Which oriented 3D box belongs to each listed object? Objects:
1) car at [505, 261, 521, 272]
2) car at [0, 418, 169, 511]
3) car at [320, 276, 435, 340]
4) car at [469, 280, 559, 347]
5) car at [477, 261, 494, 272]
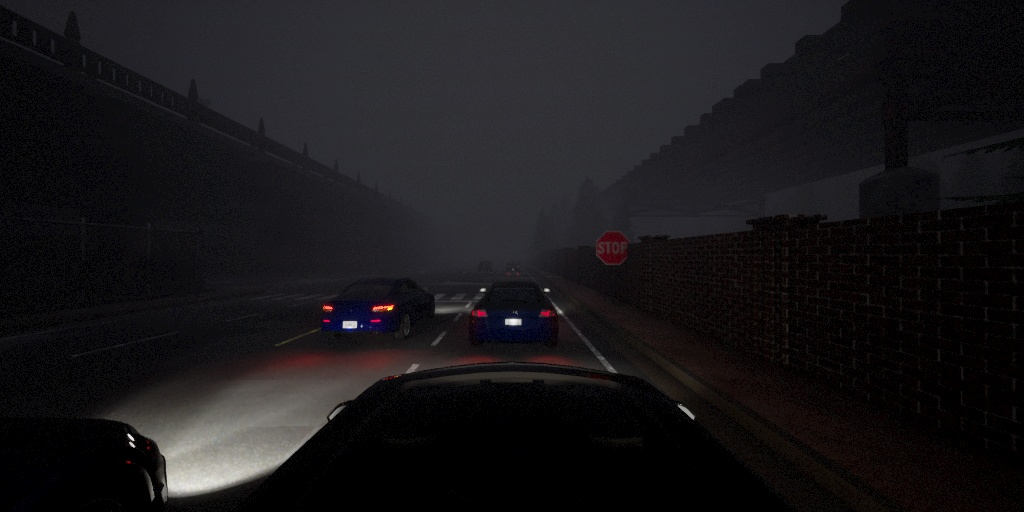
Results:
[{"bbox_3d":[0.104,1.351,46.131,1.895,1.301,4.718,0,0,-1],"label":"car"},{"bbox_3d":[-3.399,1.314,0.742,1.994,1.385,4.181,0,0,0],"label":"car"},{"bbox_3d":[-3.412,1.276,9.838,1.812,1.442,4.674,0,0,0],"label":"car"},{"bbox_3d":[0.070,1.314,9.315,1.994,1.385,4.181,0,0,1],"label":"car"},{"bbox_3d":[-3.391,1.297,45.963,2.033,1.411,5.357,0,0,-1],"label":"car"}]
